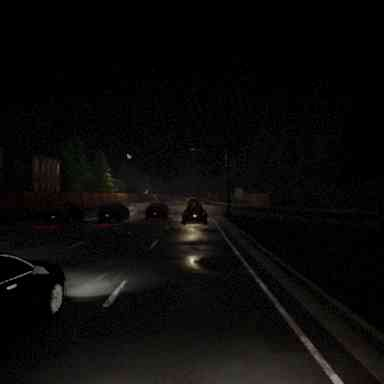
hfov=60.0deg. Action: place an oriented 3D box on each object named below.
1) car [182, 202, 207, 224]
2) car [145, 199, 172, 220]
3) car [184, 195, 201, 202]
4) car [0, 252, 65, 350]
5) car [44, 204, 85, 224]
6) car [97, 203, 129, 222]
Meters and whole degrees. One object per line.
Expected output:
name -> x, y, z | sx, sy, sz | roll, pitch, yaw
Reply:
car -> 0.232, 1.809, 27.328 | 1.994, 1.385, 4.181 | 0, 0, 1
car -> -3.243, 1.761, 31.691 | 1.882, 1.535, 5.008 | 0, 0, 0
car -> 0.294, 1.795, 49.679 | 2.097, 1.767, 4.553 | 0, -1, 0
car -> -3.397, 1.549, 4.634 | 1.837, 1.490, 4.892 | 0, 0, 0
car -> -10.282, 1.721, 27.209 | 1.882, 1.535, 5.008 | 0, 0, 1
car -> -6.769, 1.738, 29.110 | 1.882, 1.535, 5.008 | 0, 0, 0
